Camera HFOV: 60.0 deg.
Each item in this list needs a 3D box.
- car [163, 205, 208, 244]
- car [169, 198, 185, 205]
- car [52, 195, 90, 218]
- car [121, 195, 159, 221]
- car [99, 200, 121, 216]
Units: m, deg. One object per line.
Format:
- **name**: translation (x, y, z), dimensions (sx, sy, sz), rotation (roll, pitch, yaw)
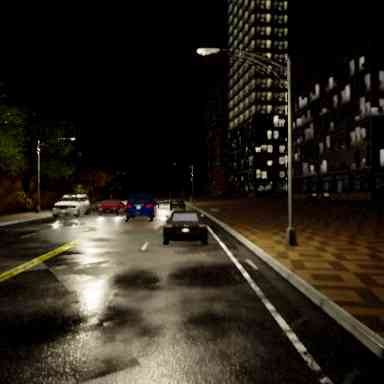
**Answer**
- **car**: translation (-0.344, 1.564, 15.849), dimensions (1.994, 1.385, 4.181), rotation (0, 0, -2)
- **car**: translation (-1.843, 1.520, 41.354), dimensions (2.128, 1.511, 4.902), rotation (0, 0, -5)
- **car**: translation (-11.063, 1.284, 30.893), dimensions (2.150, 2.045, 5.566), rotation (0, 0, -4)
- **car**: translation (-4.140, 1.246, 27.457), dimensions (2.150, 2.045, 5.566), rotation (0, 0, -3)
- **car**: translation (-7.963, 1.527, 33.343), dimensions (1.882, 1.535, 5.008), rotation (0, 0, -4)
